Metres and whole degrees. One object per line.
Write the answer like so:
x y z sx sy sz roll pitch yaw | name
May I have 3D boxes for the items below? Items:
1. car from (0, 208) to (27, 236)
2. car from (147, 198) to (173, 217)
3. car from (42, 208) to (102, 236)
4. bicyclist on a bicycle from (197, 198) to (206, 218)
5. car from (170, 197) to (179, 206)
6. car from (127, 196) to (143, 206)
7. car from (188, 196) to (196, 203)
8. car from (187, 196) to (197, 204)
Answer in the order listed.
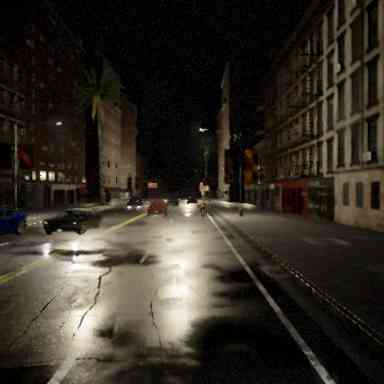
-9.848 1.490 15.939 1.882 1.535 5.008 0 0 0 | car
-3.149 1.575 31.784 1.812 1.442 4.674 0 0 0 | car
-6.598 1.619 18.814 1.895 1.301 4.718 0 0 0 | car
0.895 1.490 27.141 0.582 1.620 1.656 0 0 0 | bicyclist on a bicycle
-3.149 1.626 55.584 2.128 1.511 4.902 0 0 0 | car
-9.789 1.495 57.247 2.097 1.767 4.553 0 0 0 | car
0.002 1.762 79.525 1.837 1.490 4.892 0 0 0 | car
0.030 1.767 69.066 1.994 1.385 4.181 0 0 1 | car
